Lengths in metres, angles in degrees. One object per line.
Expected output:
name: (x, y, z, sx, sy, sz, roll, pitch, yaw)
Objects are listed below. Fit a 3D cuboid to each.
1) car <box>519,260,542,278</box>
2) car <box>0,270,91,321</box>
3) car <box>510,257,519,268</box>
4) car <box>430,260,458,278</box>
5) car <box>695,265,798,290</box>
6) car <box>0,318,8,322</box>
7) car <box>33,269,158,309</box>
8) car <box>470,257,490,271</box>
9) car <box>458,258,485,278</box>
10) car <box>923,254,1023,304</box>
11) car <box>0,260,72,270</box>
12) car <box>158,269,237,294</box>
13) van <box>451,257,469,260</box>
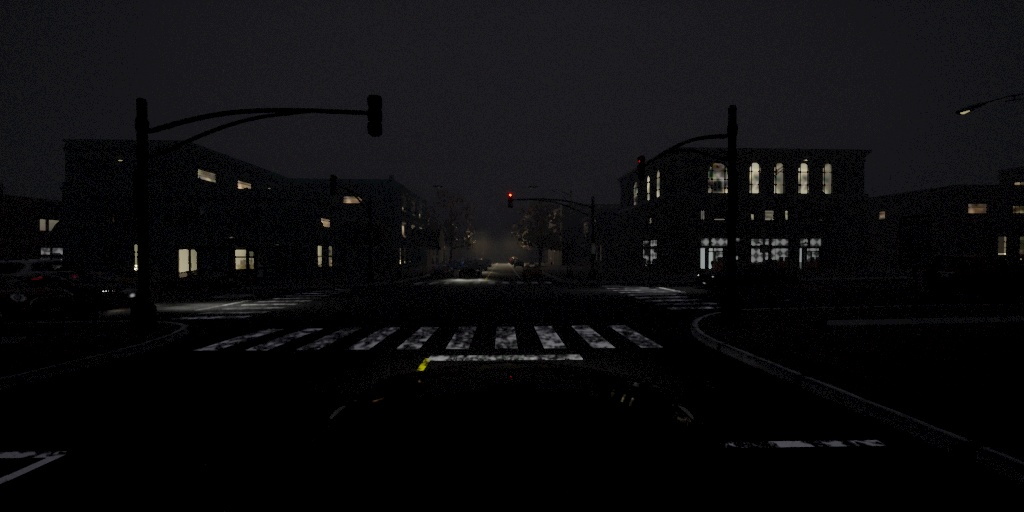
car: (1.874, 1.269, 33.999, 1.751, 1.417, 4.829, 0, 0, -1)
car: (-18.349, 1.422, 12.769, 4.097, 1.591, 1.967, 0, 0, -3)
car: (1.164, 1.288, 61.552, 2.007, 1.370, 4.403, 0, 0, -1)
car: (-6.499, 1.326, 33.614, 1.802, 1.307, 4.207, 0, 0, -1)
car: (12.847, 1.156, 19.910, 4.718, 1.301, 1.895, -1, 1, -2)
car: (-5.661, 1.295, 1.105, 1.888, 1.381, 4.507, 0, 0, -1)
car: (-18.778, 1.455, 15.303, 4.902, 1.511, 2.128, -1, 1, -3)
car: (-4.271, 1.218, 47.825, 1.882, 1.535, 5.008, 0, 0, -1)
car: (-3.928, 1.221, 34.440, 1.882, 1.535, 5.008, 0, 0, -2)
car: (19.639, 0.842, 14.395, 5.009, 1.841, 2.192, 0, 0, -3)
car: (-25.767, 1.238, 18.216, 5.566, 2.045, 2.150, -1, 1, -3)
car: (-18.683, 1.474, 21.109, 4.313, 1.339, 1.948, 0, 0, -2)
van: (-6.785, 1.082, 44.702, 1.690, 1.789, 3.998, 0, 0, -1)
